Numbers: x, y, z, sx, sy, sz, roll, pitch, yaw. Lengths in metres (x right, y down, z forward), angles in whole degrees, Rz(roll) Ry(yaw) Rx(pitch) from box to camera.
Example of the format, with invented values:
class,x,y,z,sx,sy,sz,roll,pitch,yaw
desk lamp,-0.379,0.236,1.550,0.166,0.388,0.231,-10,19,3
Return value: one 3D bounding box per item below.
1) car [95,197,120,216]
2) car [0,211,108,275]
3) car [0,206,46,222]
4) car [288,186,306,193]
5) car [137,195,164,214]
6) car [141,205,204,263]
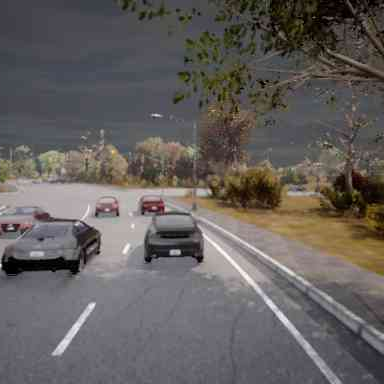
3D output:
class,x,y,z,sx,sy,sz,roll,pitch,yaw
car,-6.891,1.096,27.232,1.812,1.442,4.674,-1,2,-13
car,-4.095,1.523,10.418,1.994,1.385,4.181,0,0,-5
car,-8.658,1.464,17.267,1.994,1.385,4.181,-1,1,-9
car,24.397,-0.644,77.441,4.892,1.490,1.837,1,3,-28
car,-3.491,0.990,28.043,1.882,1.535,5.008,-1,2,-13
car,-0.692,1.429,11.769,1.837,1.490,4.892,0,1,-5
